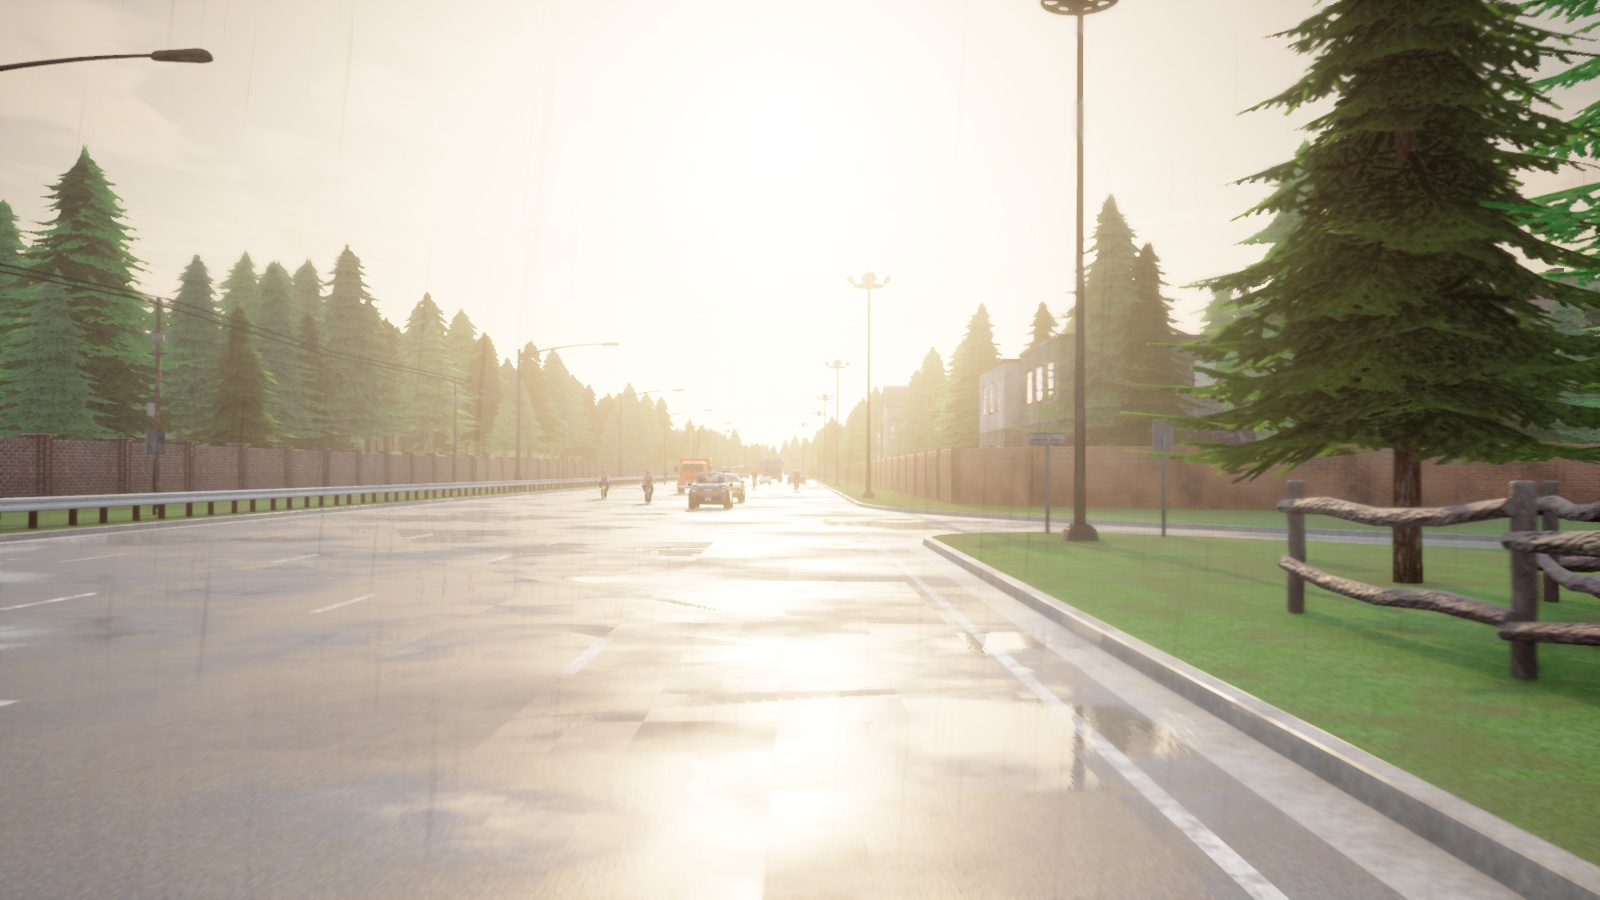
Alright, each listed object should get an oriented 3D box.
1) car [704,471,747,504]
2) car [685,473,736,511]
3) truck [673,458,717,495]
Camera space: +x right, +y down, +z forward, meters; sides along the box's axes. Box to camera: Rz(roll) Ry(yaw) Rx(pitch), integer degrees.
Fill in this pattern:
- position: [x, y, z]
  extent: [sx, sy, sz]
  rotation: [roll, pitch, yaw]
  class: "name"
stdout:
- position: [-3.652, 1.810, 62.234]
  extent: [1.801, 1.575, 5.366]
  rotation: [0, -1, 0]
  class: "car"
- position: [-3.626, 1.705, 51.475]
  extent: [1.845, 1.501, 3.633]
  rotation: [0, -1, 0]
  class: "car"
- position: [-7.214, 1.811, 86.909]
  extent: [2.627, 2.467, 5.204]
  rotation: [0, -1, 0]
  class: "truck"
